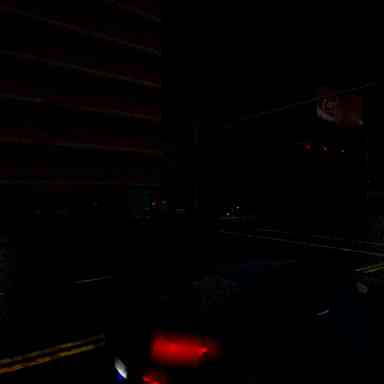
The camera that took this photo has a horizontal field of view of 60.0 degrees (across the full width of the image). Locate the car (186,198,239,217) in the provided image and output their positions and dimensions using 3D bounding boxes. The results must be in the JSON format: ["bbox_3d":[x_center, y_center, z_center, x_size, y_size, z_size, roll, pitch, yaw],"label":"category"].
[{"bbox_3d":[1.608,1.548,31.434,2.033,1.411,5.357,0,0,-36],"label":"car"}]

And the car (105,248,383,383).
[{"bbox_3d":[1.180,1.526,4.581,4.674,1.442,1.812,0,0,-36],"label":"car"}]

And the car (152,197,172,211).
[{"bbox_3d":[-4.886,1.351,40.456,2.097,1.767,4.553,0,0,-36],"label":"car"}]

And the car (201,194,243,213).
[{"bbox_3d":[2.974,1.225,35.527,2.150,2.045,5.566,0,0,-36],"label":"car"}]

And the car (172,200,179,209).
[{"bbox_3d":[-3.547,1.564,44.599,1.994,1.385,4.181,0,0,-35],"label":"car"}]
